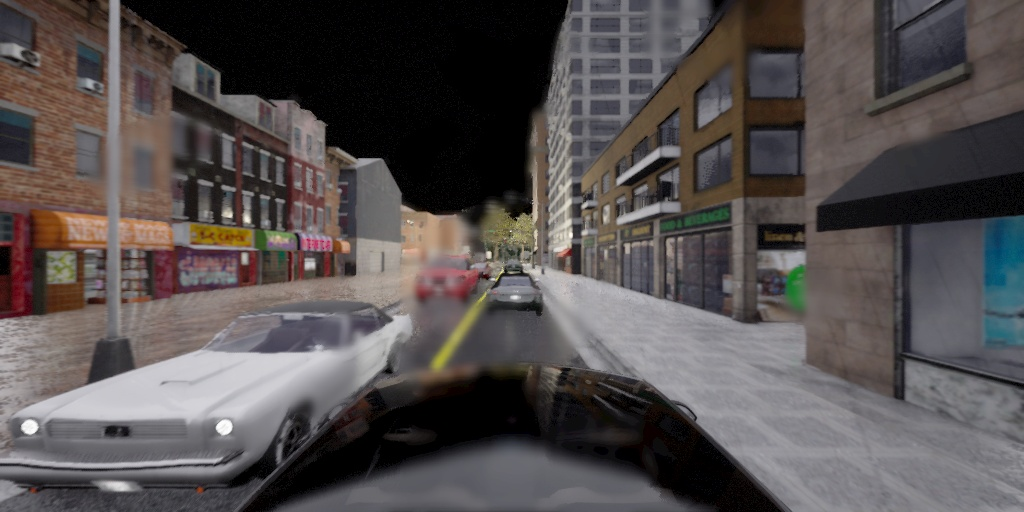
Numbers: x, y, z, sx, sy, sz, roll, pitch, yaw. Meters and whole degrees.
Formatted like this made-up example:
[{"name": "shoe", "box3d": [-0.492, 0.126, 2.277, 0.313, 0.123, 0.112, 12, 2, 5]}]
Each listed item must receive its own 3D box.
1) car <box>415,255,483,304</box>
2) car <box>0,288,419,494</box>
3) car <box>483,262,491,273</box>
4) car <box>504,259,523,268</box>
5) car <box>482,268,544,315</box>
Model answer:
[{"name": "car", "box3d": [-2.812, 0.968, 16.735, 2.150, 2.045, 5.566, 0, 0, 1]}, {"name": "car", "box3d": [-2.846, 1.348, 4.790, 1.895, 1.301, 4.718, 0, 0, 0]}, {"name": "car", "box3d": [-2.710, 1.229, 29.740, 1.882, 1.535, 5.008, 0, 0, 1]}, {"name": "car", "box3d": [0.180, 1.116, 40.766, 2.097, 1.767, 4.553, 0, 0, 0]}, {"name": "car", "box3d": [0.119, 1.313, 13.627, 1.994, 1.385, 4.181, 0, 0, 0]}]
